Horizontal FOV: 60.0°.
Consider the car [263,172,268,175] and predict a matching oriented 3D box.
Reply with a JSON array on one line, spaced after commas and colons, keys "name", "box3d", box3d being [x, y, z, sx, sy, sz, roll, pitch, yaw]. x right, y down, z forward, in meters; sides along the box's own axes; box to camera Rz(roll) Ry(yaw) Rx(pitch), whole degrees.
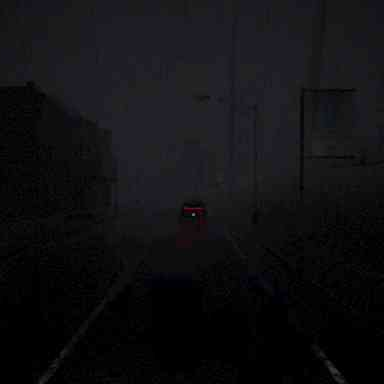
[{"name": "car", "box3d": [21.360, -4.828, 89.745, 2.002, 1.452, 4.674, 0, 1, -1]}]

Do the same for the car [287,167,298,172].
[{"name": "car", "box3d": [21.849, -4.441, 67.799, 2.231, 1.521, 4.892, 0, 1, -1]}]

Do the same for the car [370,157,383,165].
[{"name": "car", "box3d": [24.230, -3.704, 40.055, 2.002, 1.452, 4.674, 0, 1, -7]}]

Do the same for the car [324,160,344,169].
[{"name": "car", "box3d": [22.906, -4.152, 51.217, 2.185, 1.767, 4.553, 0, 1, -5]}]

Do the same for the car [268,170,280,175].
[{"name": "car", "box3d": [21.480, -4.891, 84.251, 2.185, 1.767, 4.553, 0, 1, -1]}]

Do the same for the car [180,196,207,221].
[{"name": "car", "box3d": [0.096, 1.309, 24.963, 2.128, 1.511, 4.902, 0, 0, 0]}]

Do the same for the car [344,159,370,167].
[{"name": "car", "box3d": [23.527, -3.853, 45.528, 2.163, 1.488, 4.792, 0, 1, -6]}]

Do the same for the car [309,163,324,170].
[{"name": "car", "box3d": [22.437, -4.166, 56.722, 2.097, 1.535, 5.008, 0, 1, -4]}]

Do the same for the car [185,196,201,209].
[{"name": "car", "box3d": [0.092, 1.255, 41.285, 1.812, 1.442, 4.674, 0, 0, 0]}]

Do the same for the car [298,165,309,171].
[{"name": "car", "box3d": [22.084, -4.266, 62.258, 2.002, 1.452, 4.674, 0, 1, -3]}]

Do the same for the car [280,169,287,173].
[{"name": "car", "box3d": [21.720, -4.558, 73.316, 2.231, 1.521, 4.892, 0, 1, -1]}]
